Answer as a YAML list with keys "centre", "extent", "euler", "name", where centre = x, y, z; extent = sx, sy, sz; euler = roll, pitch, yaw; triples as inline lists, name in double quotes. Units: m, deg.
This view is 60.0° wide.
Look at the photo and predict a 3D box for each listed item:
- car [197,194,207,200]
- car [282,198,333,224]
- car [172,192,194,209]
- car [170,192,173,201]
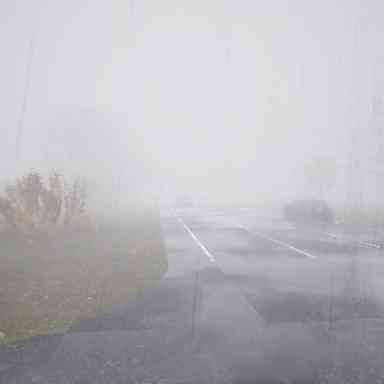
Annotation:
- centre: [2.257, 1.207, 77.878]
  extent: [1.994, 1.385, 4.181]
  euler: [0, 0, -6]
  name: "car"
- centre: [8.108, 1.252, 23.823]
  extent: [2.097, 1.767, 4.553]
  euler: [0, 0, -6]
  name: "car"
- centre: [-1.028, 1.195, 42.803]
  extent: [2.097, 1.767, 4.553]
  euler: [0, 0, -7]
  name: "car"
- centre: [-3.663, 1.058, 73.191]
  extent: [2.097, 1.767, 4.553]
  euler: [0, 0, 0]
  name: "car"
